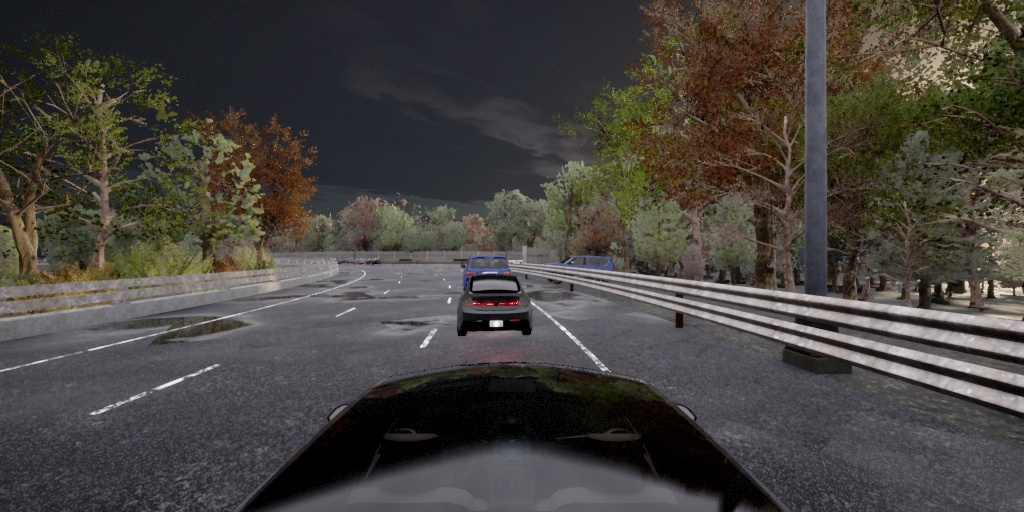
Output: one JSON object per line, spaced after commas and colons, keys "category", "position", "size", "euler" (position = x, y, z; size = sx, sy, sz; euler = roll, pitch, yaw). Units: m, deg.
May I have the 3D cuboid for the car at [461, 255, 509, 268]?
{"category": "car", "position": [-1.329, 0.971, 17.848], "size": [2.150, 2.045, 5.566], "euler": [0, 0, -8]}

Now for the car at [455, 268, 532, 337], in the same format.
{"category": "car", "position": [-0.558, 1.255, 10.374], "size": [1.837, 1.490, 4.892], "euler": [0, 0, -5]}

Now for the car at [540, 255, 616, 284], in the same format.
{"category": "car", "position": [4.828, 0.957, 26.160], "size": [5.566, 2.045, 2.150], "euler": [3, 1, -8]}
